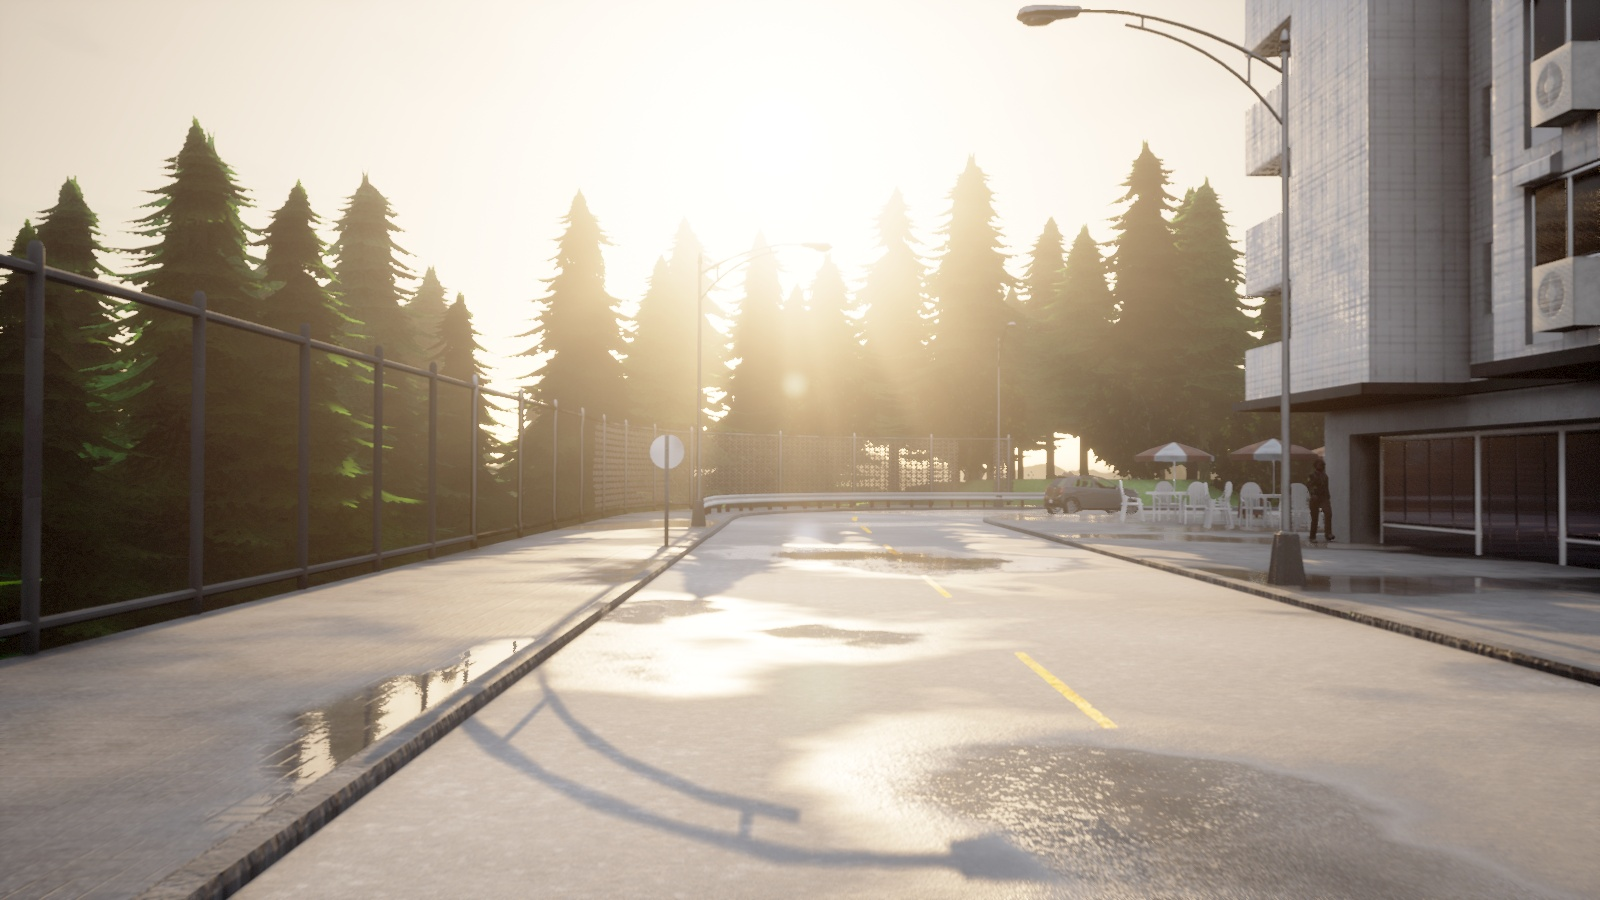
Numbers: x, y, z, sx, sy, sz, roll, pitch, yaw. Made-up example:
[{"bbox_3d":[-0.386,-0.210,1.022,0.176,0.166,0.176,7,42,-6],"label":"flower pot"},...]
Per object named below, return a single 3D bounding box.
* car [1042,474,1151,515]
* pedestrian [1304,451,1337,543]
[{"bbox_3d":[11.375,1.681,48.255,3.633,1.501,1.845,0,-1,-14],"label":"car"},{"bbox_3d":[11.168,1.002,26.936,0.395,1.930,0.692,0,-1,0],"label":"pedestrian"}]
